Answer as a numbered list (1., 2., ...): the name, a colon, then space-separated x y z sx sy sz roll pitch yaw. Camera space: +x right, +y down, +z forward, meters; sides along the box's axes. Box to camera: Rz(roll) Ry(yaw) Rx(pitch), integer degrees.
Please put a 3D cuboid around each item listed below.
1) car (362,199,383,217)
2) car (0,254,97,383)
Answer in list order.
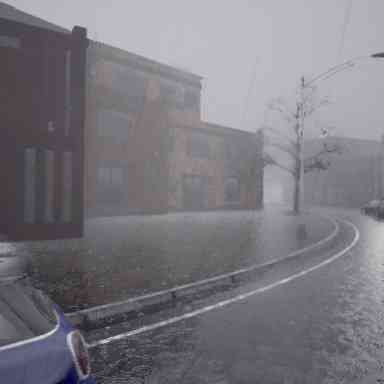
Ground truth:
1. car: 18.087 1.428 31.883 2.097 1.767 4.553 1 0 6
2. car: -3.027 1.382 2.116 4.553 1.767 2.097 0 -1 -36
